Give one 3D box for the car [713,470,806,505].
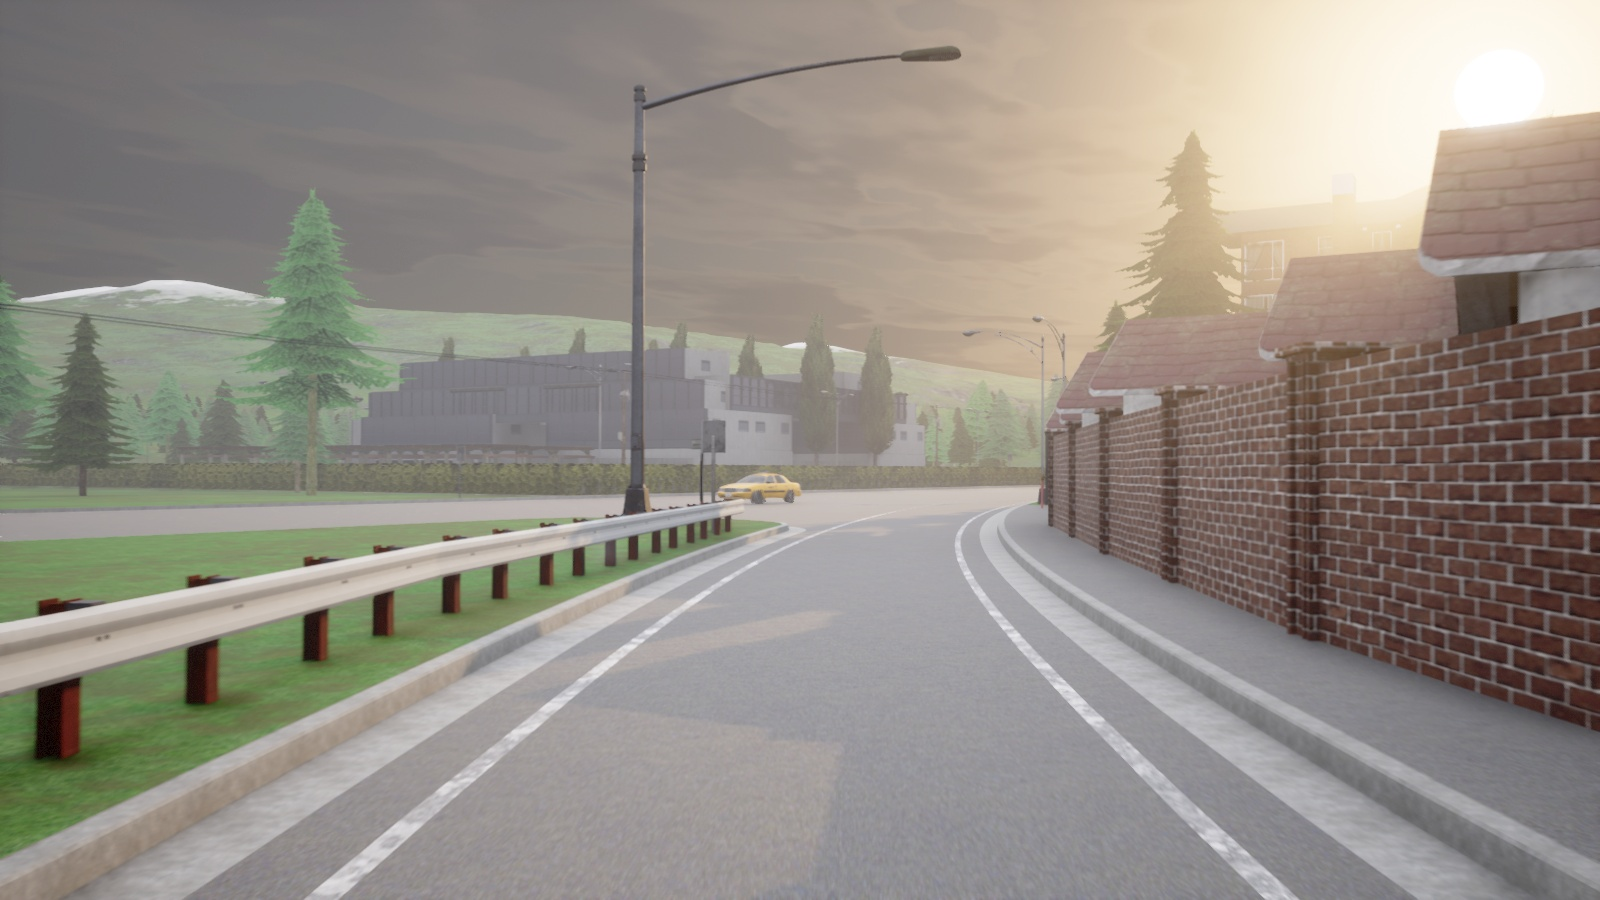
[{"bbox_3d":[-1.835,1.756,59.455,1.801,1.575,5.366,-1,-1,30],"label":"car"}]
